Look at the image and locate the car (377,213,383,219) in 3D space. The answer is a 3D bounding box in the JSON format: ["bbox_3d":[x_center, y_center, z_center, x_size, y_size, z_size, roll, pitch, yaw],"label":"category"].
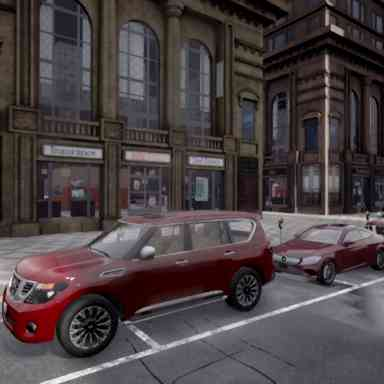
[{"bbox_3d":[8.536,1.316,12.679,5.009,1.841,2.192,0,0,-35],"label":"car"}]

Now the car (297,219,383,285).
[{"bbox_3d":[3.964,1.582,9.441,4.206,1.307,1.802,0,0,-35],"label":"car"}]

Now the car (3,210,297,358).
[{"bbox_3d":[-0.606,1.315,6.202,5.009,1.841,2.192,0,0,-35],"label":"car"}]
